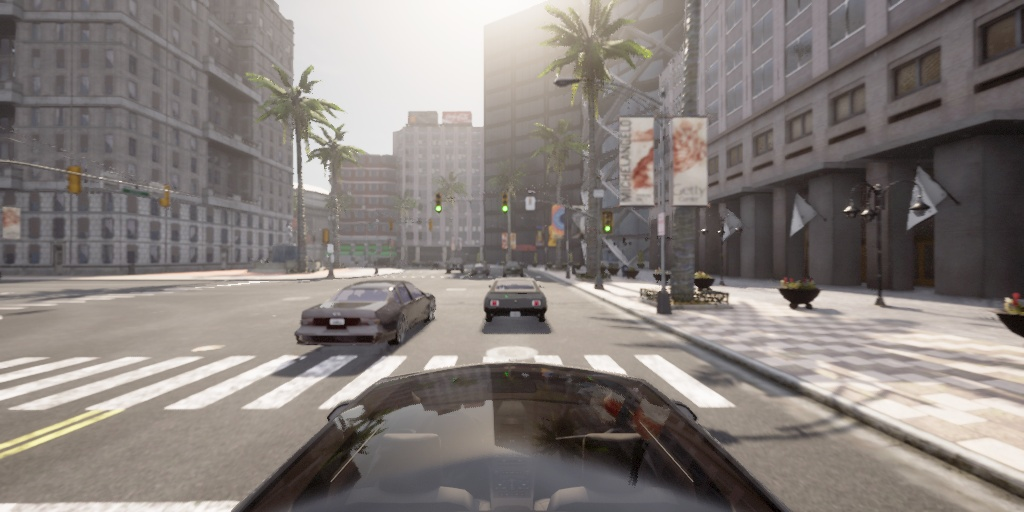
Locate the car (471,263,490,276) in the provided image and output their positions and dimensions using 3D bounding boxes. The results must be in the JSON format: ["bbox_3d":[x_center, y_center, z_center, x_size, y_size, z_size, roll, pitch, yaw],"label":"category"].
[{"bbox_3d":[-3.414,1.481,39.712,1.812,1.442,4.674,0,0,0],"label":"car"}]

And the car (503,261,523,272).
[{"bbox_3d":[0.106,1.300,38.428,2.097,1.767,4.553,0,0,0],"label":"car"}]

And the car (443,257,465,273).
[{"bbox_3d":[-7.455,1.215,47.636,2.150,2.045,5.566,0,0,-6],"label":"car"}]

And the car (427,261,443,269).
[{"bbox_3d":[-12.742,1.577,63.723,2.128,1.511,4.902,0,0,-33],"label":"car"}]

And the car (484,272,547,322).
[{"bbox_3d":[0.103,1.410,12.606,1.895,1.301,4.718,0,0,0],"label":"car"}]

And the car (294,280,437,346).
[{"bbox_3d":[-3.399,1.340,9.483,2.033,1.411,5.357,0,0,0],"label":"car"}]
